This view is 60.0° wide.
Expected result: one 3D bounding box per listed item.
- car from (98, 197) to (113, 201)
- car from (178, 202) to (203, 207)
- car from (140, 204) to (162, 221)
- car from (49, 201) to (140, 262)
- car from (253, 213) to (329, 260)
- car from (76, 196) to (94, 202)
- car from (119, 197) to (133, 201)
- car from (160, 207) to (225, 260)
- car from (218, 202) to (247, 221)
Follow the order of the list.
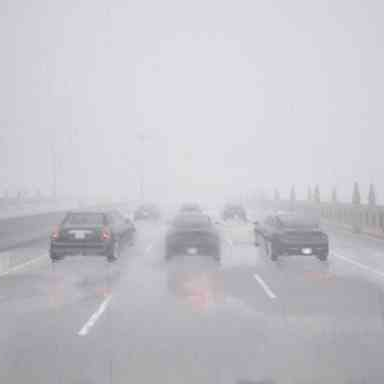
[{"bbox_3d":[-15.079,1.659,57.926,1.882,1.535,5.008,0,0,-1],"label":"car"},{"bbox_3d":[-0.133,1.593,27.705,1.837,1.490,4.892,0,0,-1],"label":"car"},{"bbox_3d":[-3.635,1.652,27.881,1.994,1.385,4.181,0,0,-1],"label":"car"},{"bbox_3d":[-3.465,1.391,12.466,2.097,1.767,4.553,0,0,0],"label":"car"},{"bbox_3d":[3.535,1.546,12.590,1.837,1.490,4.892,0,0,1],"label":"car"},{"bbox_3d":[-18.576,1.532,57.812,2.097,1.767,4.553,0,0,-1],"label":"car"},{"bbox_3d":[-11.588,1.660,58.154,1.882,1.535,5.008,0,0,-1],"label":"car"},{"bbox_3d":[0.036,1.546,12.599,1.837,1.490,4.892,0,0,1],"label":"car"},{"bbox_3d":[3.368,1.594,27.770,1.837,1.490,4.892,0,0,-1],"label":"car"}]
